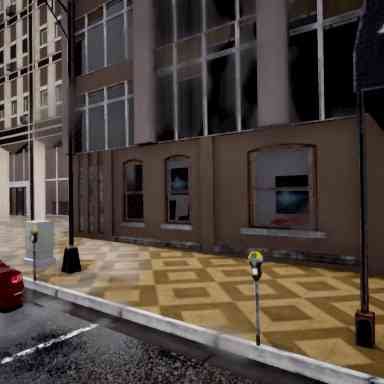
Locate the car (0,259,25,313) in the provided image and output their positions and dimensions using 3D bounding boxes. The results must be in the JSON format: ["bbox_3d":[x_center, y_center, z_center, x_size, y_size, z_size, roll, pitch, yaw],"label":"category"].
[{"bbox_3d":[-4.803,1.584,6.322,4.206,1.307,1.802,0,-1,36],"label":"car"}]
